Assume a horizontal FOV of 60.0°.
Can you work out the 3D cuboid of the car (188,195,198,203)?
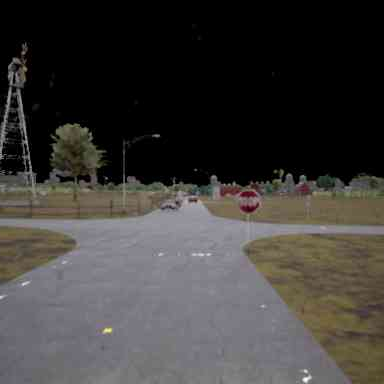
[{"bbox_3d":[0.189,1.534,68.237,1.882,1.535,5.008,0,0,0],"label":"car"}]

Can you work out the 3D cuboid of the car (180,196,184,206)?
[{"bbox_3d":[-2.667,1.637,53.855,1.895,1.301,4.718,0,0,1],"label":"car"}]

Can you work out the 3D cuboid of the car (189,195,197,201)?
[{"bbox_3d":[0.217,1.463,78.663,1.994,1.385,4.181,0,0,0],"label":"car"}]

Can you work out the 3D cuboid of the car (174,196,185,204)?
[{"bbox_3d":[-2.560,1.575,68.997,2.128,1.511,4.902,0,0,0],"label":"car"}]

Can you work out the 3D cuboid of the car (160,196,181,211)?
[{"bbox_3d":[-2.720,1.588,40.651,1.994,1.385,4.181,0,0,0],"label":"car"}]
